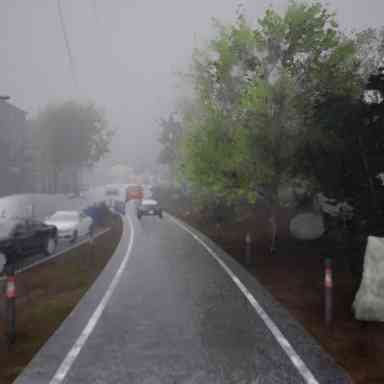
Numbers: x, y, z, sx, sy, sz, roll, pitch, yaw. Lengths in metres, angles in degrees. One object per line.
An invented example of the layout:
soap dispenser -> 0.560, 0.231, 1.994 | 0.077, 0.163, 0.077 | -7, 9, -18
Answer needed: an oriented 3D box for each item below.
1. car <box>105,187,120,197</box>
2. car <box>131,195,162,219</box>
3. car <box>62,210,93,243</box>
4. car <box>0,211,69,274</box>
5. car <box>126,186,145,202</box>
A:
car -> -13.029, -0.051, 54.559 | 1.837, 1.490, 4.892 | 0, 3, -5
car -> -3.458, 1.228, 25.944 | 1.812, 1.442, 4.674 | -1, 2, -14
car -> -6.513, 1.703, 17.459 | 2.002, 1.452, 4.674 | 2, 0, -2
car -> -6.392, 1.664, 11.316 | 2.097, 1.535, 5.008 | -1, 0, 3
car -> -7.401, 0.196, 43.282 | 2.150, 2.045, 5.566 | -1, 3, -6
